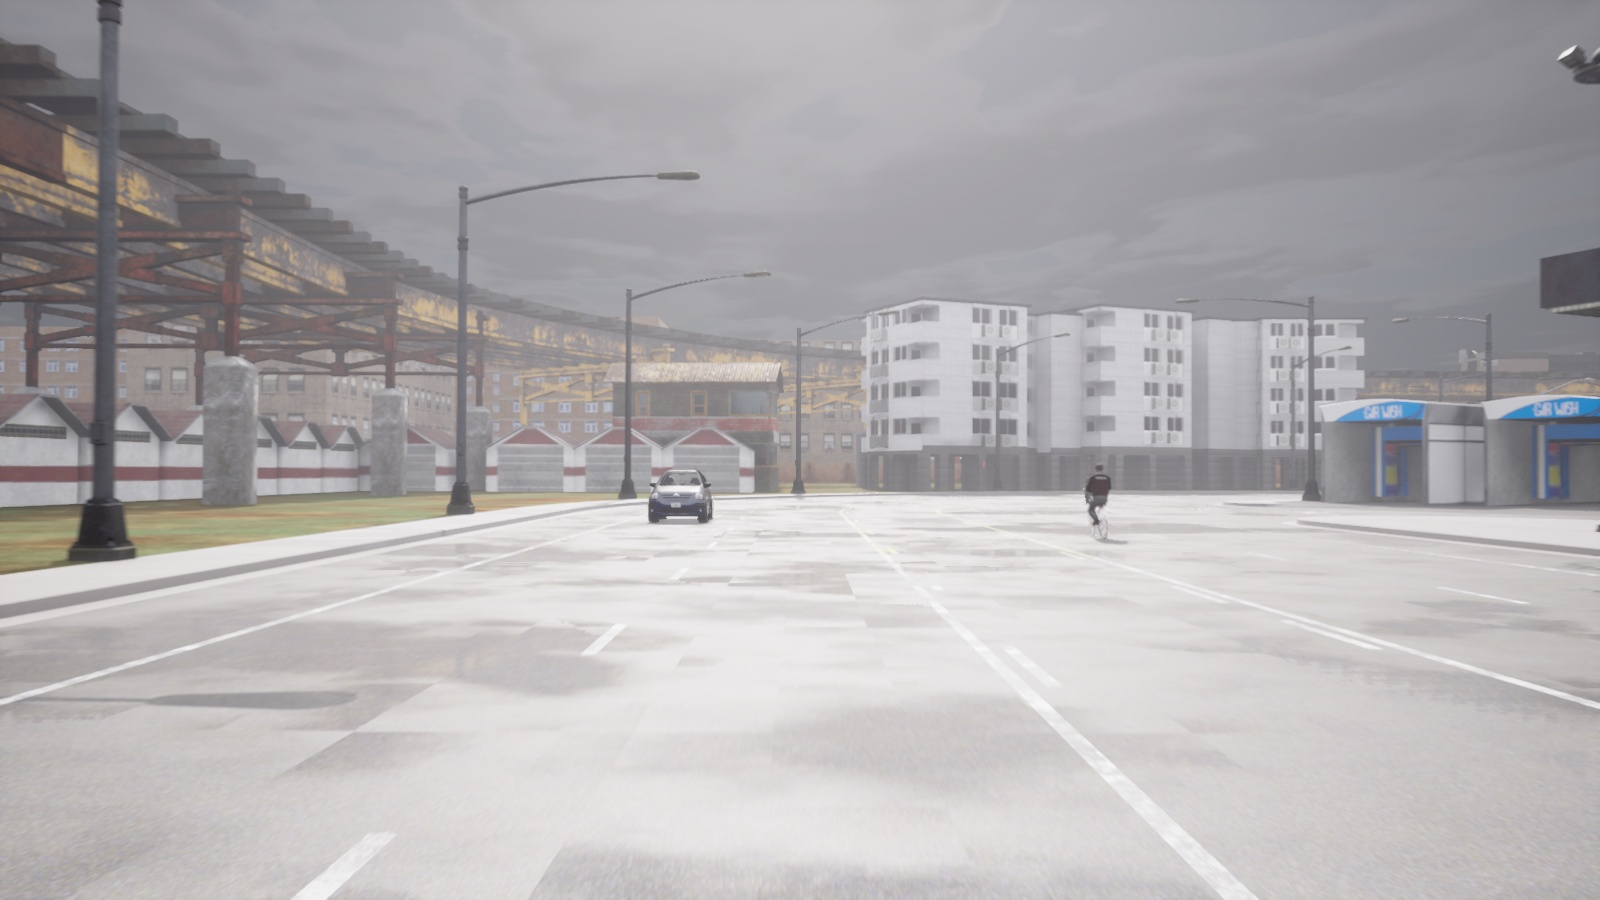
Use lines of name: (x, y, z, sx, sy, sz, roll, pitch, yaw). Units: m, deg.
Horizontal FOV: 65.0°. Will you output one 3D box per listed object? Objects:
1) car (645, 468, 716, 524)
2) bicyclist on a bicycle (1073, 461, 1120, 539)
car: (-3.592, 1.367, 38.352, 1.851, 1.617, 3.988, 0, -1, -1)
bicyclist on a bicycle: (6.934, 1.148, 29.423, 0.659, 1.776, 1.843, 0, -1, 0)
